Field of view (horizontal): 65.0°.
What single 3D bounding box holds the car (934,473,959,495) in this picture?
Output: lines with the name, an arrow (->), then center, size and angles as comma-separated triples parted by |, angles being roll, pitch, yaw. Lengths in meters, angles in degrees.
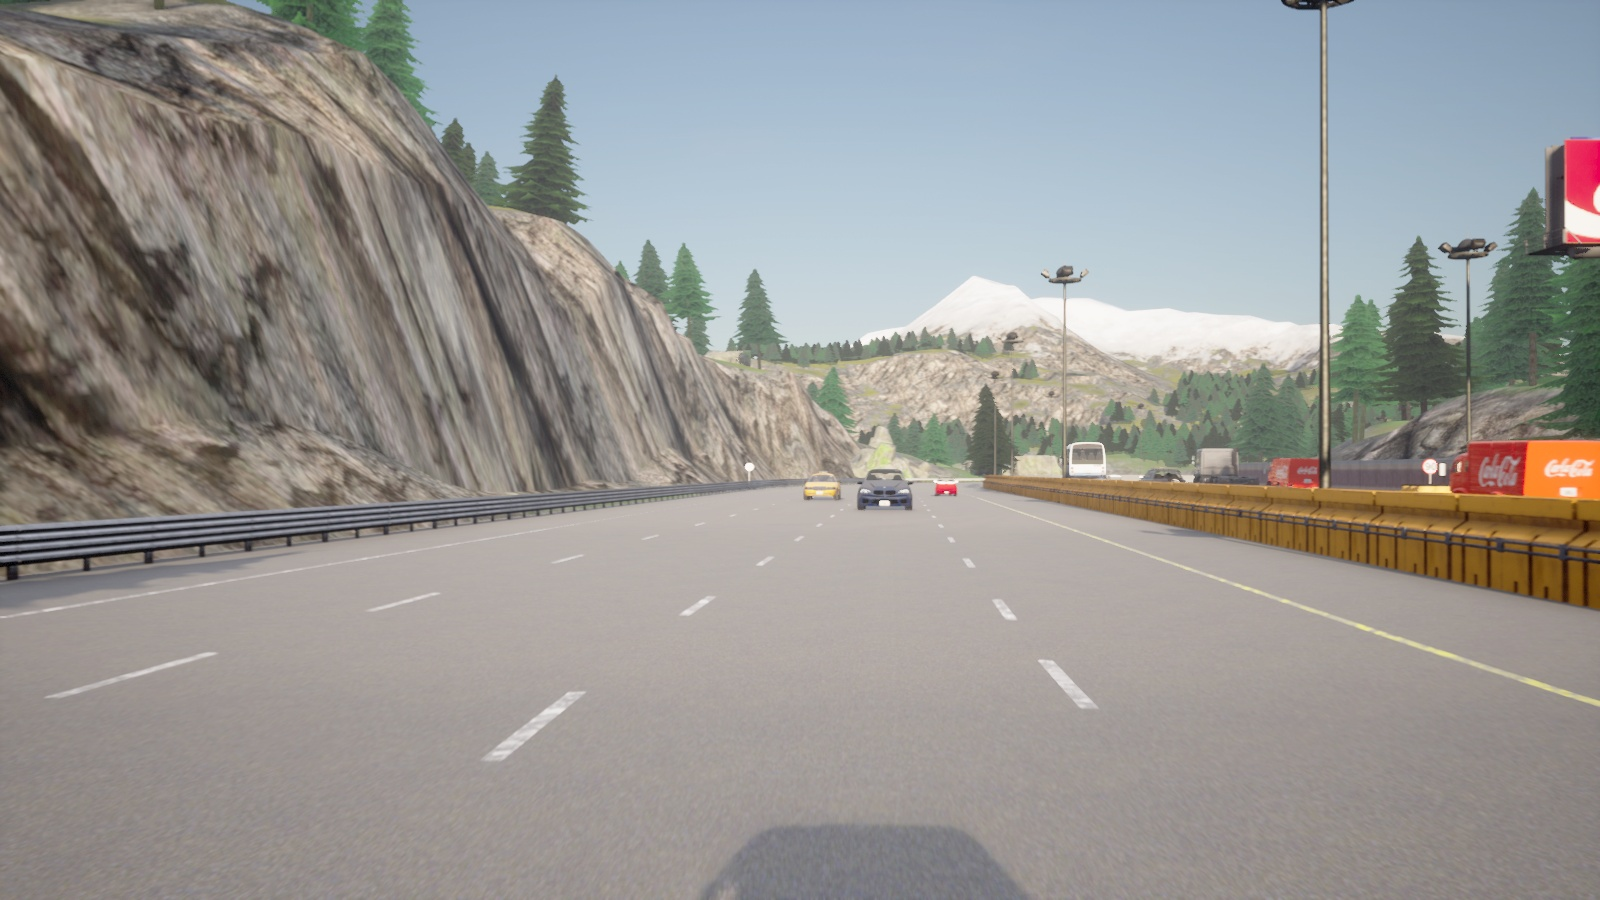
car -> 9.166, 2.149, 78.705 | 1.481, 1.376, 2.207 | 0, -1, 4

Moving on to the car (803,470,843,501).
car -> 1.261, 1.872, 67.227 | 1.801, 1.575, 5.366 | 0, -1, 5

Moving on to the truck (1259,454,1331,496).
truck -> 30.049, 1.493, 76.388 | 2.627, 2.467, 5.204 | 0, -1, 4

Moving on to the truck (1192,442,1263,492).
truck -> 31.073, 1.242, 91.548 | 2.891, 3.462, 7.936 | 0, -1, 4

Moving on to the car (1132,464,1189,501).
car -> 18.641, 1.647, 65.116 | 1.932, 1.855, 4.605 | 0, -1, 5

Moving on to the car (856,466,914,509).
car -> 3.467, 1.495, 50.747 | 2.242, 1.667, 4.611 | 0, -1, 4

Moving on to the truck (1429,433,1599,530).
truck -> 19.741, 0.831, 34.515 | 2.627, 2.467, 5.204 | 0, -1, 5
